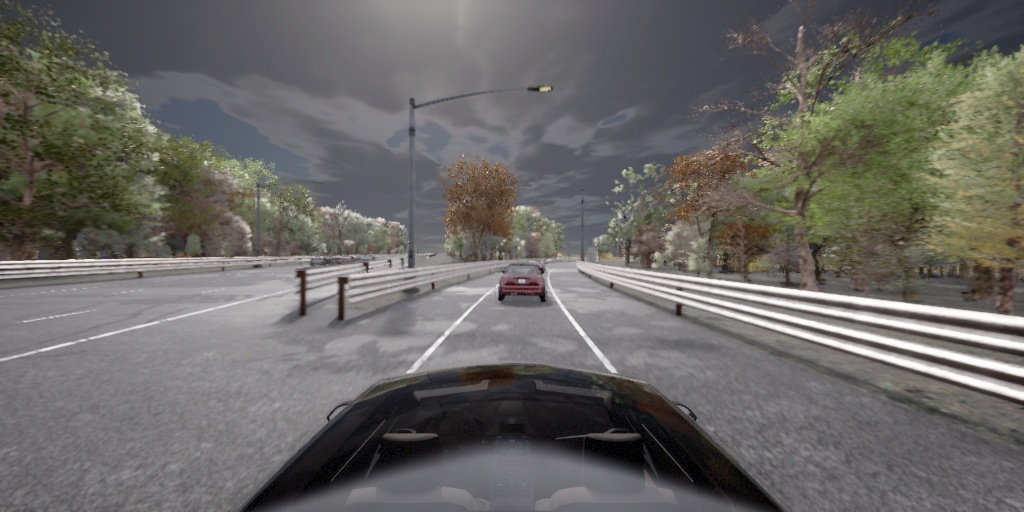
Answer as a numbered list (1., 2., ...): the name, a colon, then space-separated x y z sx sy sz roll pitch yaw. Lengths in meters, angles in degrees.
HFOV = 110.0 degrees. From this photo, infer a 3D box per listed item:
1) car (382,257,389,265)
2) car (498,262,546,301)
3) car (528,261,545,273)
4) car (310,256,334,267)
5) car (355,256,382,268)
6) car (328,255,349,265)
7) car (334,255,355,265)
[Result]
1. car: -21.281 0.803 59.654 1.895 1.301 4.718 0 0 -11
2. car: 0.536 1.110 17.677 2.097 1.767 4.553 0 0 3
3. car: 3.182 1.357 45.423 1.895 1.301 4.718 0 0 7
4. car: -26.339 0.714 49.696 2.128 1.511 4.902 0 0 -11
5. car: -18.590 0.794 46.599 1.837 1.490 4.892 0 0 -11
6. car: -28.119 0.644 58.154 1.882 1.535 5.008 0 0 -11
7. car: -22.825 0.748 49.967 1.837 1.490 4.892 0 0 -11
